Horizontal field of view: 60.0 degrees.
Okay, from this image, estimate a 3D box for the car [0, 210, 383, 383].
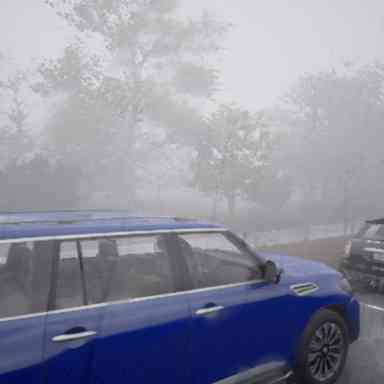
[{"bbox_3d":[-0.503,1.231,3.695,5.566,2.045,2.435,0,0,-33],"label":"car"}]
